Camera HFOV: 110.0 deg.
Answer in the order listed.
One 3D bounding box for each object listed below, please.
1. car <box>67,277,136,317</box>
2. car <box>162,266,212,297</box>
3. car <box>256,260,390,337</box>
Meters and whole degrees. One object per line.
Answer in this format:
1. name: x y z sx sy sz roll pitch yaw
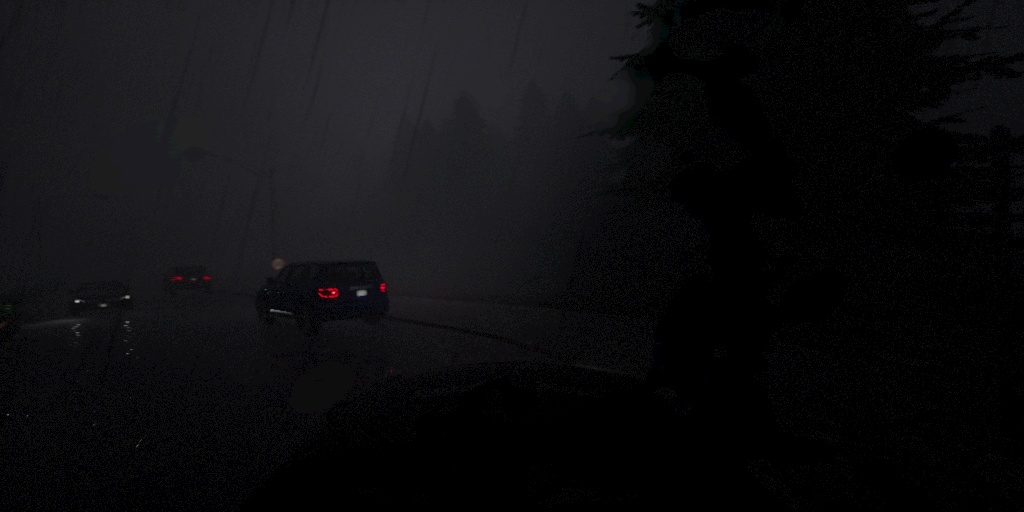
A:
1. car: -19.520 1.919 17.068 4.674 1.442 1.812 -2 0 40
2. car: -23.773 1.754 26.179 5.566 2.045 2.150 -2 0 40
3. car: -6.159 1.171 11.444 5.566 2.045 2.150 -2 0 39
